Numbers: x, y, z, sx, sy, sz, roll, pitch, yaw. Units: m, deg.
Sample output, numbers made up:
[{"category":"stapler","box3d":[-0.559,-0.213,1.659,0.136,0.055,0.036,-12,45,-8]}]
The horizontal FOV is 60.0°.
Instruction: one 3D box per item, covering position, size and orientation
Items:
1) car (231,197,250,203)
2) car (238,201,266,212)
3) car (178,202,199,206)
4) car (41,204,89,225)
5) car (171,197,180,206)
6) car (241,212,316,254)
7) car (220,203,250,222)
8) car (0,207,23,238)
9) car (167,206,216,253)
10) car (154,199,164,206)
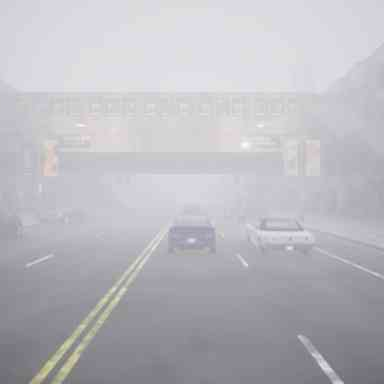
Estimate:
[{"category":"car","box3d":[6.657,1.663,45.211,2.435,2.045,5.566,0,-1,0]},{"category":"car","box3d":[6.706,1.958,37.812,1.895,1.301,4.718,0,-1,0]},{"category":"car","box3d":[-0.009,1.790,29.312,1.837,1.490,4.892,0,0,0]},{"category":"car","box3d":[-10.019,1.737,26.576,2.231,1.521,4.892,0,-1,10]},{"category":"car","box3d":[-3.419,2.208,69.921,2.033,1.411,5.357,0,-1,0]},{"category":"car","box3d":[3.495,1.737,14.114,1.895,1.301,4.718,0,-1,0]},{"category":"car","box3d":[3.488,1.881,29.113,1.895,1.301,4.718,0,-1,0]},{"category":"car","box3d":[-10.048,1.507,15.802,2.185,1.767,4.553,0,-1,0]},{"category":"car","box3d":[-0.002,1.618,14.497,1.882,1.535,5.008,0,0,0]},{"category":"car","box3d":[-6.919,2.209,69.917,2.033,1.411,5.357,0,-1,0]}]
